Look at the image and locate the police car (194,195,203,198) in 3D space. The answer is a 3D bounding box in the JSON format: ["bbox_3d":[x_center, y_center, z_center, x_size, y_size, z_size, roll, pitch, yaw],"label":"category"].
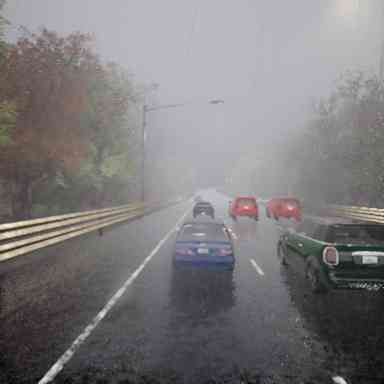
[{"bbox_3d":[1.402,1.633,73.807,1.930,1.638,5.238,1,0,2],"label":"police car"}]

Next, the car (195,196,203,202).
[{"bbox_3d":[1.741,1.716,83.695,1.882,1.535,5.008,1,0,2],"label":"car"}]

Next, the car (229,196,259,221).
[{"bbox_3d":[4.534,1.383,29.680,2.150,2.045,5.566,1,0,2],"label":"car"}]

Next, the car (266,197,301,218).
[{"bbox_3d":[8.028,1.452,29.454,2.150,2.045,5.566,1,0,2],"label":"car"}]

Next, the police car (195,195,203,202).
[{"bbox_3d":[1.951,1.683,89.803,1.930,1.638,5.238,1,0,2],"label":"police car"}]

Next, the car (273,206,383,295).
[{"bbox_3d":[3.805,1.448,9.081,2.097,1.767,4.553,1,0,2],"label":"car"}]

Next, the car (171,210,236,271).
[{"bbox_3d":[0.381,1.582,11.127,2.033,1.411,5.357,1,0,2],"label":"car"}]

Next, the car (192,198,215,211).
[{"bbox_3d":[1.065,1.601,30.822,1.837,1.490,4.892,1,0,2],"label":"car"}]
